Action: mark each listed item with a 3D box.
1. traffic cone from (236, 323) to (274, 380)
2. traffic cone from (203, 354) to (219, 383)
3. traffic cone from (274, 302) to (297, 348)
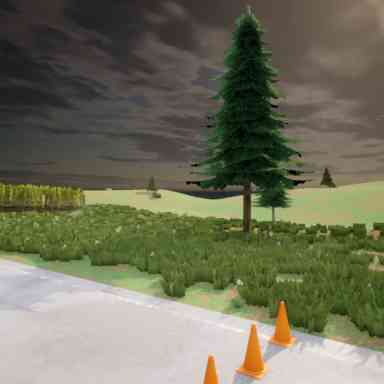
[{"bbox_3d":[0.780,1.955,4.205,0.340,0.580,0.340,0,0,36],"label":"traffic cone"},{"bbox_3d":[0.195,1.955,3.394,0.340,0.580,0.340,0,0,36],"label":"traffic cone"},{"bbox_3d":[1.364,1.955,5.017,0.340,0.580,0.340,0,0,36],"label":"traffic cone"}]
